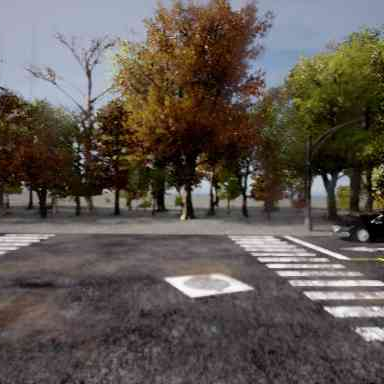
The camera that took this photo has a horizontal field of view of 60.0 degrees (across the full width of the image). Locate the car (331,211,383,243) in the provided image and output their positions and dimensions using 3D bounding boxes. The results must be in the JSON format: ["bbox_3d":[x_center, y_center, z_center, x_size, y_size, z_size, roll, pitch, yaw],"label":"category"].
[{"bbox_3d":[9.791,1.775,17.254,4.892,1.490,1.837,1,0,-4],"label":"car"}]
